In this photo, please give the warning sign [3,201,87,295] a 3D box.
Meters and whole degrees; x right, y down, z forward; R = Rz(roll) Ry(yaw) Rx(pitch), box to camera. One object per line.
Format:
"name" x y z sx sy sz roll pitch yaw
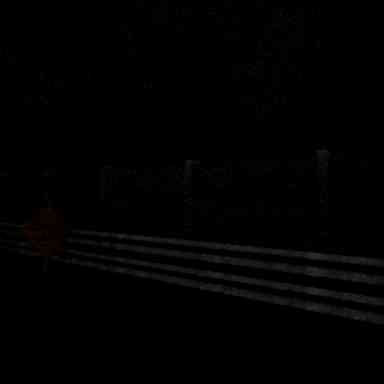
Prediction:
"warning sign" -3.309 1.157 7.553 1.060 1.860 1.300 2 -1 35
